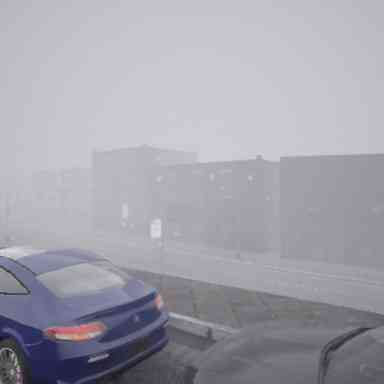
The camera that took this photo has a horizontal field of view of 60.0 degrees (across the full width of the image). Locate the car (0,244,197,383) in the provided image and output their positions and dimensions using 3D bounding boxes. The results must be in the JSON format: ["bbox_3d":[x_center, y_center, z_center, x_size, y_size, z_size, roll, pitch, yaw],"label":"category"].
[{"bbox_3d":[-2.461,1.524,4.966,4.674,1.452,2.002,0,0,35],"label":"car"}]
